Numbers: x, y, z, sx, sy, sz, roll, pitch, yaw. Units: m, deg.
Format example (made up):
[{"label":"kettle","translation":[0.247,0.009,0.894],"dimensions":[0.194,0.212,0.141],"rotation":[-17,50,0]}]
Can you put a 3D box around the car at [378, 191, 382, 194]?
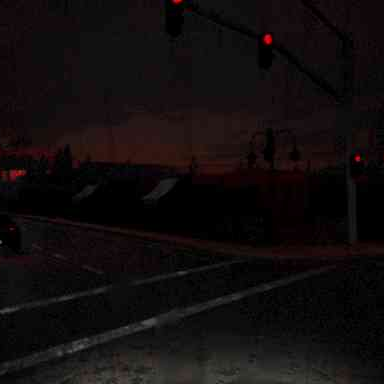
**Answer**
[{"label":"car","translation":[27.529,0.684,52.581],"dimensions":[1.932,1.855,4.605],"rotation":[-1,0,-40]}]

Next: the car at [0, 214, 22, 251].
[{"label":"car","translation":[-8.797,1.712,14.374],"dimensions":[2.128,1.511,4.902],"rotation":[-1,0,-39]}]
